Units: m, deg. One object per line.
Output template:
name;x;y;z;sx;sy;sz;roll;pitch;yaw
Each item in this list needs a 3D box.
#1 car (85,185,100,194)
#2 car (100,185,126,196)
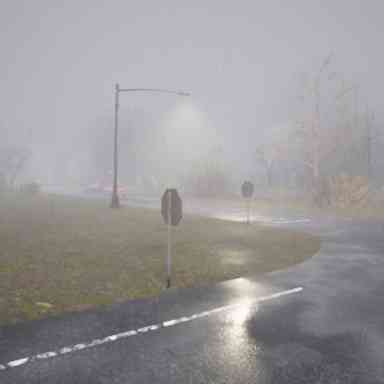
car;-17.727;-0.464;59.742;1.882;1.535;5.008;1;1;-36
car;-12.135;-0.280;51.906;2.097;1.767;4.553;1;2;-36
